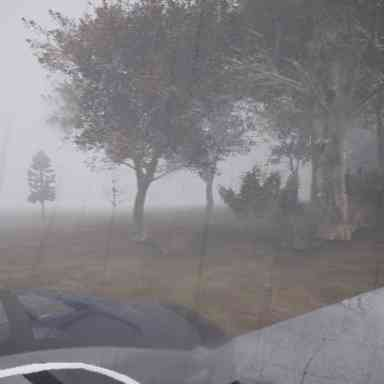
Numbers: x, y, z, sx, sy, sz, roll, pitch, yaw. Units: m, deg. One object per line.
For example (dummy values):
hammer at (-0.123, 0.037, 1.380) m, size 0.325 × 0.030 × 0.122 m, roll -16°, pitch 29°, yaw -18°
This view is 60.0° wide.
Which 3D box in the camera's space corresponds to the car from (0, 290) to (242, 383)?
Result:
car at (-1.858, 1.470, 1.668) m, size 4.902 × 1.511 × 2.128 m, roll 0°, pitch 1°, yaw -35°
